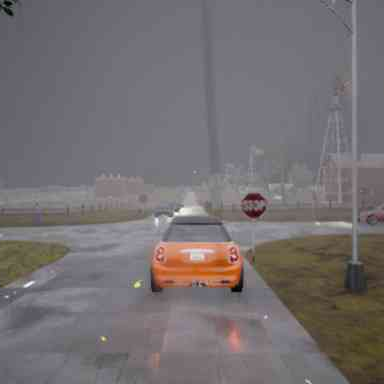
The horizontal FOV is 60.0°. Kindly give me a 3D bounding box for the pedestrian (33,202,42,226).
[{"bbox_3d":[-12.109,1.697,26.141,0.375,1.860,0.375,0,2,0],"label":"pedestrian"}]

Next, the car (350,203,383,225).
[{"bbox_3d":[13.232,1.478,22.964,4.181,1.385,1.994,-1,0,1],"label":"car"}]

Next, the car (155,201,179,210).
[{"bbox_3d":[-2.823,1.930,35.651,2.033,1.411,5.357,0,-1,1],"label":"car"}]

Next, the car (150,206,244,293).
[{"bbox_3d":[0.115,1.439,9.270,2.097,1.767,4.553,0,-1,0],"label":"car"}]

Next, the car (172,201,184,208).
[{"bbox_3d":[-2.678,2.441,64.745,1.994,1.385,4.181,0,-1,0],"label":"car"}]

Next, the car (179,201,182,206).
[{"bbox_3d":[-2.762,2.081,44.945,1.994,1.385,4.181,0,-1,0],"label":"car"}]
